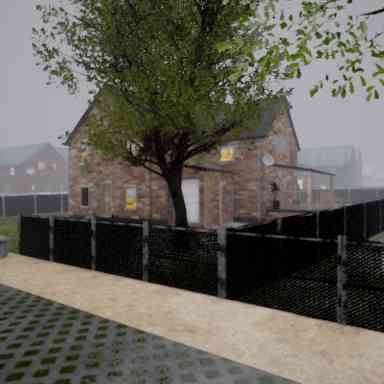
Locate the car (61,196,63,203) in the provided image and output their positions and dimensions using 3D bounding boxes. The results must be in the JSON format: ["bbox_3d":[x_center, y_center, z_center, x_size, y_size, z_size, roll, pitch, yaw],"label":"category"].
[{"bbox_3d":[-12.584,0.555,38.877,2.150,2.045,5.566,0,1,34],"label":"car"}]
